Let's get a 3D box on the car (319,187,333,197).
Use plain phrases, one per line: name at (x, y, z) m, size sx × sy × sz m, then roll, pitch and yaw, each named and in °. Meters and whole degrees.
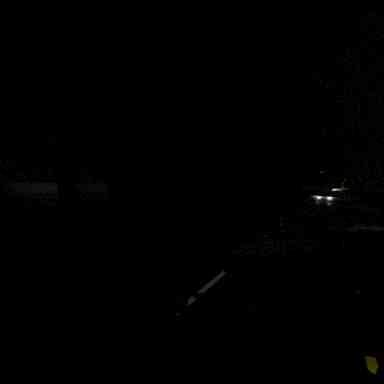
car at (20.589, -0.081, 51.244) m, size 1.812 × 1.442 × 4.674 m, roll 3°, pitch 3°, yaw 23°
